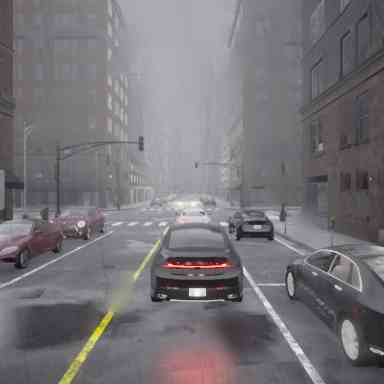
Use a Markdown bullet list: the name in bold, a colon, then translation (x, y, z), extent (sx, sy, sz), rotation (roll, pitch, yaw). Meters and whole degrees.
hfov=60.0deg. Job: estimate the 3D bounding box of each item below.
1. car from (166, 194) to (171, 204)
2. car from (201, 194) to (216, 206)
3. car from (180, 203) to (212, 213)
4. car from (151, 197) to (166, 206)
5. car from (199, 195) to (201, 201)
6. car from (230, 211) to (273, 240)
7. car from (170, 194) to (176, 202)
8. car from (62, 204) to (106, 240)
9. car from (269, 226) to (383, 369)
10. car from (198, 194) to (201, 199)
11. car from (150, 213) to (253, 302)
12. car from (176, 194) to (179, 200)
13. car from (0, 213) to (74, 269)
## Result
- **car**: translation (-5.633, 1.607, 64.488), extent (2.008, 1.369, 4.403), rotation (0, 0, 0)
- **car**: translation (2.875, 1.476, 53.660), extent (1.967, 1.590, 4.097), rotation (0, 0, 0)
- **car**: translation (0.078, 1.527, 17.382), extent (1.812, 1.442, 4.674), rotation (0, 0, -1)
- **car**: translation (-5.650, 1.618, 53.671), extent (1.802, 1.307, 4.206), rotation (0, 0, 0)
- **car**: translation (2.892, 1.607, 64.478), extent (2.008, 1.369, 4.403), rotation (0, 0, 0)
- **car**: translation (2.851, 1.567, 16.570), extent (1.947, 1.339, 4.313), rotation (0, 0, 0)
- **car**: translation (-5.609, 1.626, 80.544), extent (1.752, 1.417, 4.829), rotation (0, 0, 0)
- **car**: translation (-5.675, 1.441, 16.568), extent (1.967, 1.590, 4.097), rotation (0, 0, 0)
- **car**: translation (2.854, 1.551, 5.568), extent (2.008, 1.369, 4.403), rotation (0, 0, 0)
- **car**: translation (2.908, 1.525, 75.296), extent (1.967, 1.590, 4.097), rotation (0, 0, 0)
- **car**: translation (0.096, 1.505, 8.234), extent (1.837, 1.490, 4.892), rotation (0, 0, 0)
- **car**: translation (-5.593, 1.457, 91.531), extent (2.192, 1.841, 5.009), rotation (0, 0, 0)
- **car**: translation (-5.673, 1.582, 11.067), extent (1.802, 1.307, 4.206), rotation (0, 0, 0)
